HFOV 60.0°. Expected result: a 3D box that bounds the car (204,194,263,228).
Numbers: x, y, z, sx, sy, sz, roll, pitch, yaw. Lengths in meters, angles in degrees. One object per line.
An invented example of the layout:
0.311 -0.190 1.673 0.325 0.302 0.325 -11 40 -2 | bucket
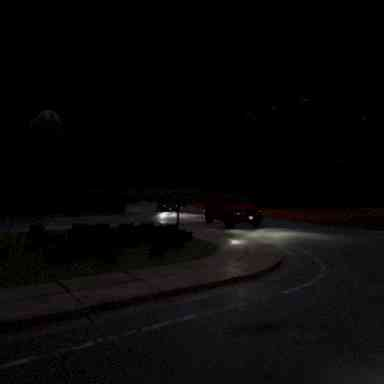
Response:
2.619 1.194 22.471 2.150 2.045 5.566 0 0 -19 | car

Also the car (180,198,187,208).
-1.901 1.623 50.651 1.837 1.490 4.892 0 0 -9 | car

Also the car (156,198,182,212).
-2.977 1.657 39.437 1.895 1.301 4.718 0 0 -15 | car
